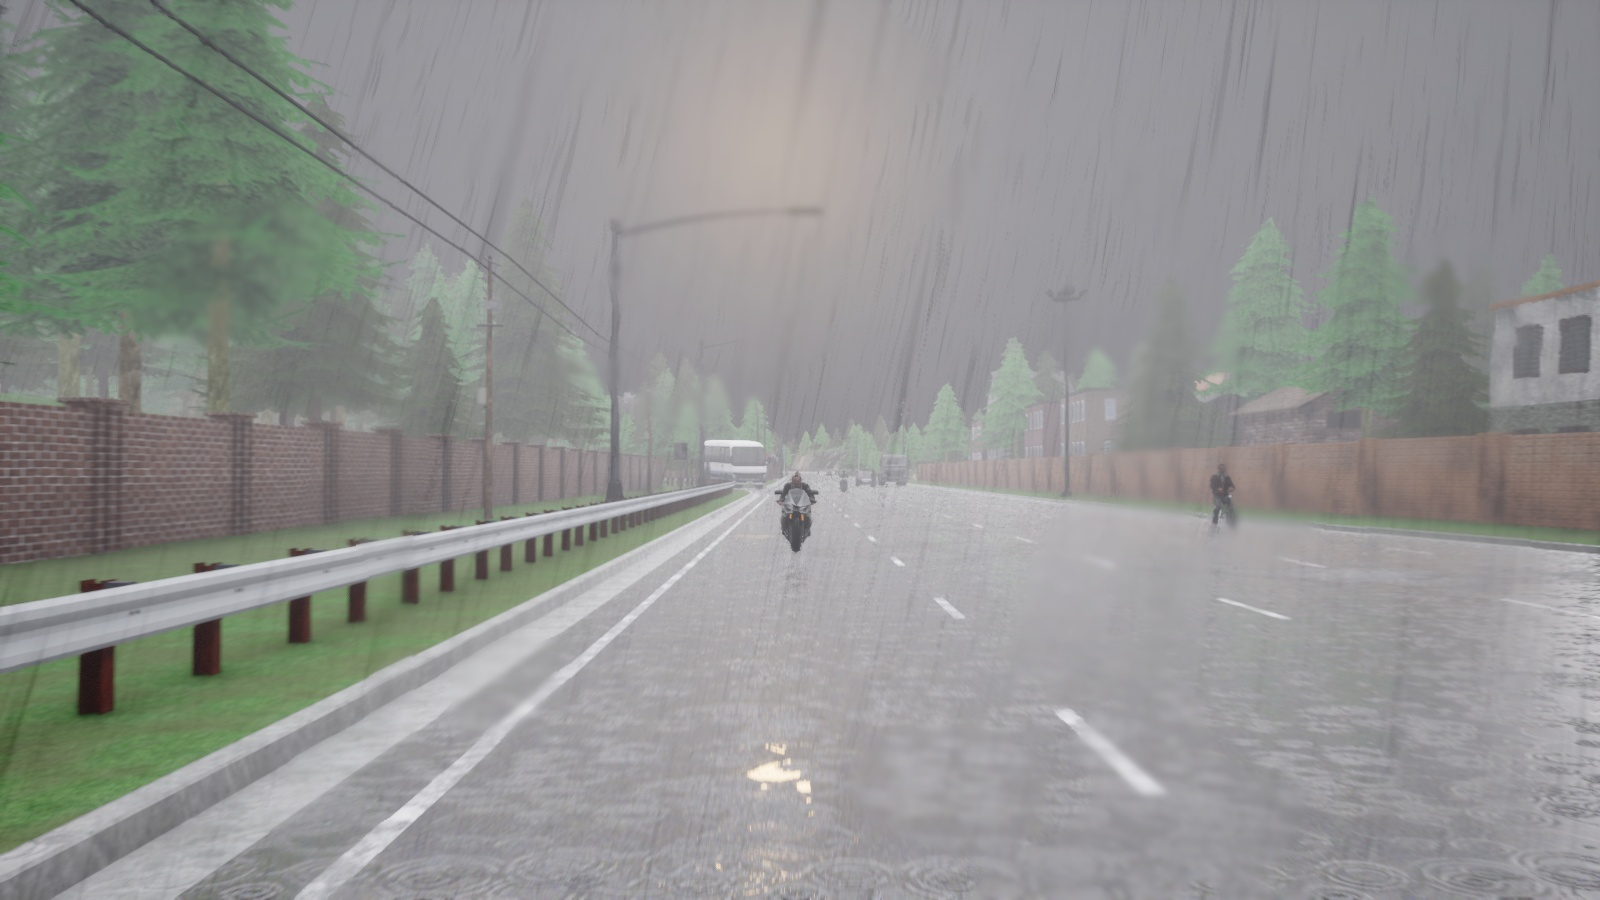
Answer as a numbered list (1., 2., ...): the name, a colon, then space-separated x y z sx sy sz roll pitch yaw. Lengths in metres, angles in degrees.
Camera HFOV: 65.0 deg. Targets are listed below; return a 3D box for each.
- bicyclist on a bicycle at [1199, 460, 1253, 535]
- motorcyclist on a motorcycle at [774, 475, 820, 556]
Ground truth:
1. bicyclist on a bicycle: 10.424 1.157 30.779 0.659 1.776 1.843 0 -1 0
2. motorcyclist on a motorcycle: -0.061 1.265 24.883 0.866 1.530 2.191 0 -1 0
